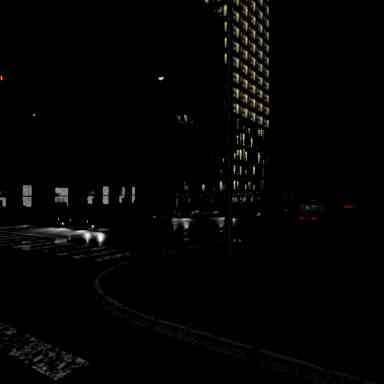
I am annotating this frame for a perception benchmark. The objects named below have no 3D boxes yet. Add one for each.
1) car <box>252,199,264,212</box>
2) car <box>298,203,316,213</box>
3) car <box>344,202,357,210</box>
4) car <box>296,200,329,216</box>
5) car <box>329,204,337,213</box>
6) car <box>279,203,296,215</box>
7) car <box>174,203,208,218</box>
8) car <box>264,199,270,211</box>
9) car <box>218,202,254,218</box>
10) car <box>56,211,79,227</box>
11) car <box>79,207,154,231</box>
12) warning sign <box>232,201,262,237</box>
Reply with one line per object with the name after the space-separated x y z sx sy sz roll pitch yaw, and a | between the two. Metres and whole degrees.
10.829 2.161 54.053 2.150 2.045 5.566 0 -1 33 | car
19.019 2.554 54.785 1.812 1.442 4.674 0 -1 33 | car
31.303 2.789 65.816 1.882 1.535 5.008 0 -1 33 | car
16.032 2.065 44.041 2.150 2.045 5.566 0 -1 35 | car
21.755 2.596 53.030 1.994 1.385 4.181 0 -1 33 | car
13.730 2.418 46.440 1.994 1.385 4.181 0 -1 33 | car
-0.044 2.075 37.266 1.837 1.490 4.892 0 1 33 | car
13.586 2.077 52.331 2.128 1.511 4.902 0 -1 33 | car
5.073 2.206 39.231 2.033 1.411 5.357 0 -1 33 | car
-7.597 1.873 25.500 2.033 1.411 5.357 0 -1 33 | car
-4.940 1.874 23.622 2.033 1.411 5.357 0 -1 33 | car
3.068 1.454 18.571 1.300 1.860 1.060 1 1 33 | warning sign
